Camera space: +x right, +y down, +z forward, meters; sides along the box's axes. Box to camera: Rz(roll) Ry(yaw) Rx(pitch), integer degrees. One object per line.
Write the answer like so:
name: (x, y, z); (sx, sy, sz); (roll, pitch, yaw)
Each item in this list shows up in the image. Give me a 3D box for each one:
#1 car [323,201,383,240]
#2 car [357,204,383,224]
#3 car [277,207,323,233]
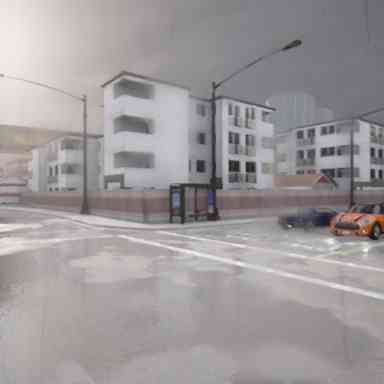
car: (9.127, 1.349, 17.102); (4.553, 1.767, 2.097); (0, 0, -36)
car: (14.787, 1.605, 25.397); (4.718, 1.301, 1.895); (0, 0, -34)
car: (7.304, 1.617, 20.108); (4.718, 1.301, 1.895); (0, 0, -36)
